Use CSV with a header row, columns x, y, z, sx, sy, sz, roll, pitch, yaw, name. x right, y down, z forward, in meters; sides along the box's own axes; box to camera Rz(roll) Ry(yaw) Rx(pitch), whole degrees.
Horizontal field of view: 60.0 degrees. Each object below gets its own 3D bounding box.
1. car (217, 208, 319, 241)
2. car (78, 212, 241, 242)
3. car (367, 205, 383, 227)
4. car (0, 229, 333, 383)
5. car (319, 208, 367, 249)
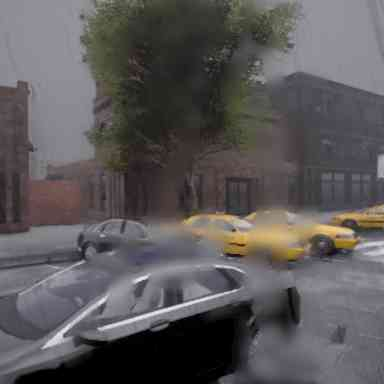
x,y,z,sx,sy,sz,roll,pitch,yaw,name
1.254,1.452,11.477,5.366,1.575,1.946,-1,-1,35,car
-1.347,1.470,9.847,4.892,1.521,2.231,-1,-1,35,car
10.721,1.405,18.675,5.366,1.575,1.946,-1,0,34,car
-0.771,1.486,3.863,4.902,1.511,2.128,0,0,-35,car
3.698,1.441,13.220,5.366,1.575,1.946,-1,-1,34,car
